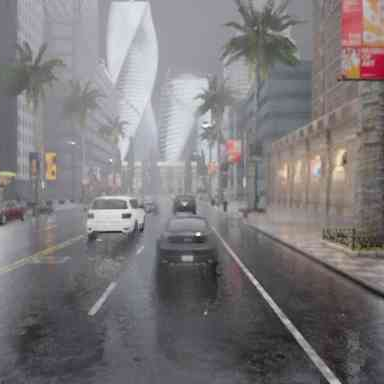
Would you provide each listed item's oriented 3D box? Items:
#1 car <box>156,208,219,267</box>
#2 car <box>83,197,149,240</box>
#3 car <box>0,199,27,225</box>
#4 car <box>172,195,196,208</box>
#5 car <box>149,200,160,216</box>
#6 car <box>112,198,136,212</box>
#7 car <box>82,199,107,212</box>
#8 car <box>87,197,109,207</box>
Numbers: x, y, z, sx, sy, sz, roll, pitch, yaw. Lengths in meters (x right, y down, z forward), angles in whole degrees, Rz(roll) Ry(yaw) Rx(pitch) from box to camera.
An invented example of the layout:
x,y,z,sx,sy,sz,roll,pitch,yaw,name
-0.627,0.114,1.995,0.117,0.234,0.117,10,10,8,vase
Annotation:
x,y,z,sx,sy,sz,roll,pitch,yaw,name
-0.157,1.526,11.407,1.837,1.490,4.892,0,0,-1,car
-3.774,1.250,17.289,2.150,2.045,5.566,0,0,-1,car
-14.185,1.404,24.676,2.185,1.767,4.553,0,0,-2,car
-0.770,1.274,32.867,2.150,2.045,5.566,0,0,-2,car
-4.295,1.547,33.451,2.128,1.511,4.902,0,0,-2,car
-8.238,1.563,40.760,2.128,1.511,4.902,0,0,-2,car
-11.719,1.636,40.205,1.994,1.385,4.181,0,0,-2,car
-15.197,1.578,54.033,2.231,1.521,4.892,0,0,-2,car
